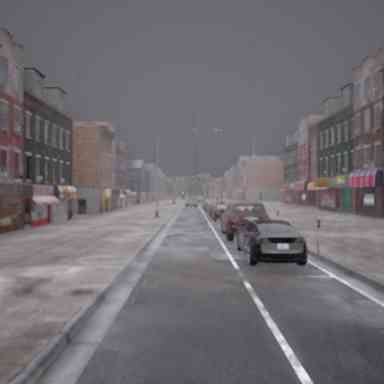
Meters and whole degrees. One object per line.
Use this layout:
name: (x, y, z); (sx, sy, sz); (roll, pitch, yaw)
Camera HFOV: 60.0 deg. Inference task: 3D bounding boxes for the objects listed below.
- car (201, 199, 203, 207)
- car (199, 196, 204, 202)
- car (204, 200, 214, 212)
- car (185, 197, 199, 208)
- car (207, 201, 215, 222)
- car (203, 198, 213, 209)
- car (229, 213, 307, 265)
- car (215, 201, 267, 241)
car: (2.560, 1.832, 44.428); (1.802, 1.307, 4.206); (0, 0, 0)
car: (2.550, 1.730, 49.895); (1.967, 1.590, 4.097); (0, 0, 0)
car: (2.579, 1.740, 33.494); (1.947, 1.339, 4.313); (0, 0, 0)
car: (-0.092, 1.898, 55.457); (1.994, 1.385, 4.181); (0, 0, 0)
car: (2.588, 1.684, 28.028); (1.887, 1.381, 4.507); (0, 0, 0)
car: (2.569, 1.738, 39.131); (1.752, 1.417, 4.829); (0, 0, 0)
car: (2.617, 1.616, 11.627); (1.947, 1.339, 4.313); (0, 0, 0)
car: (2.606, 1.392, 17.094); (2.192, 1.841, 5.009); (0, 0, 0)
